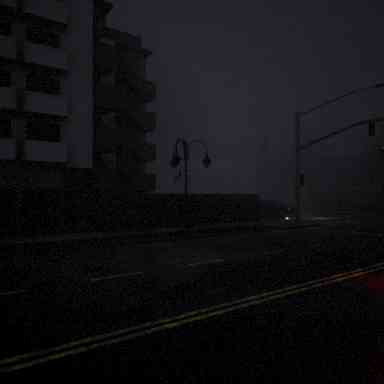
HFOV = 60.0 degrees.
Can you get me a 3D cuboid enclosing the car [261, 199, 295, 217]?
[{"bbox_3d":[7.818,1.478,32.198,1.882,1.535,5.008,0,0,-38],"label":"car"}]
